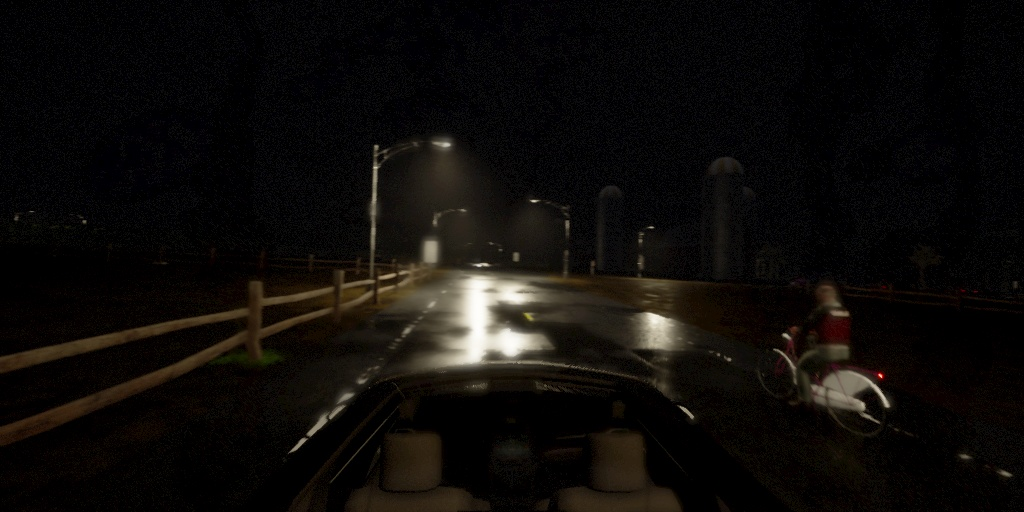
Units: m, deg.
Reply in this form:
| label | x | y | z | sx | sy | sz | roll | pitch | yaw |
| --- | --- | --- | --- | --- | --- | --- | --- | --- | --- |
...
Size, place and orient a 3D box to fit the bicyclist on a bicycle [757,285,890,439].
| label | x | y | z | sx | sy | sz | roll | pitch | yaw |
| --- | --- | --- | --- | --- | --- | --- | --- | --- | --- |
| bicyclist on a bicycle | 4.017 | 1.258 | 4.831 | 0.659 | 1.776 | 1.843 | 2 | 0 | -6 |
